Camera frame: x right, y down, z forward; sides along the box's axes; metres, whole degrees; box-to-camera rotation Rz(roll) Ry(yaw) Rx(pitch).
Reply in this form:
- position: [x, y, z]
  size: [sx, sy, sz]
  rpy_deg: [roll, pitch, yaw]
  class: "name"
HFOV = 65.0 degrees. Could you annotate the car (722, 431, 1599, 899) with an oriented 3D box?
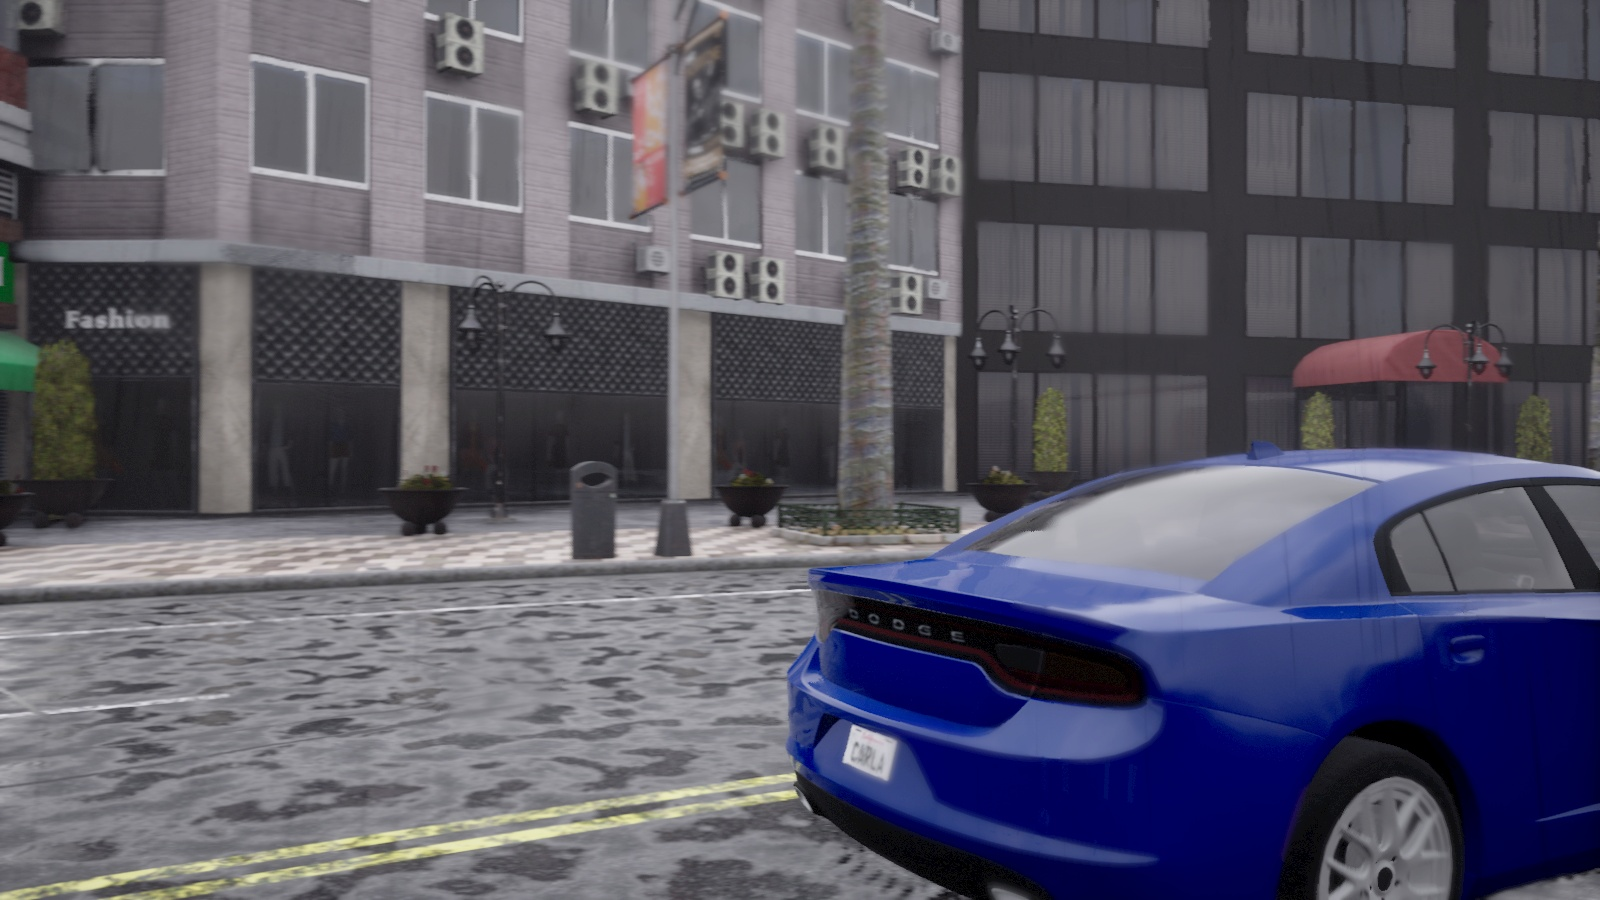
- position: [2.371, 0.726, 4.850]
  size: [5.008, 1.535, 1.882]
  rpy_deg: [0, 0, -29]
  class: "car"
